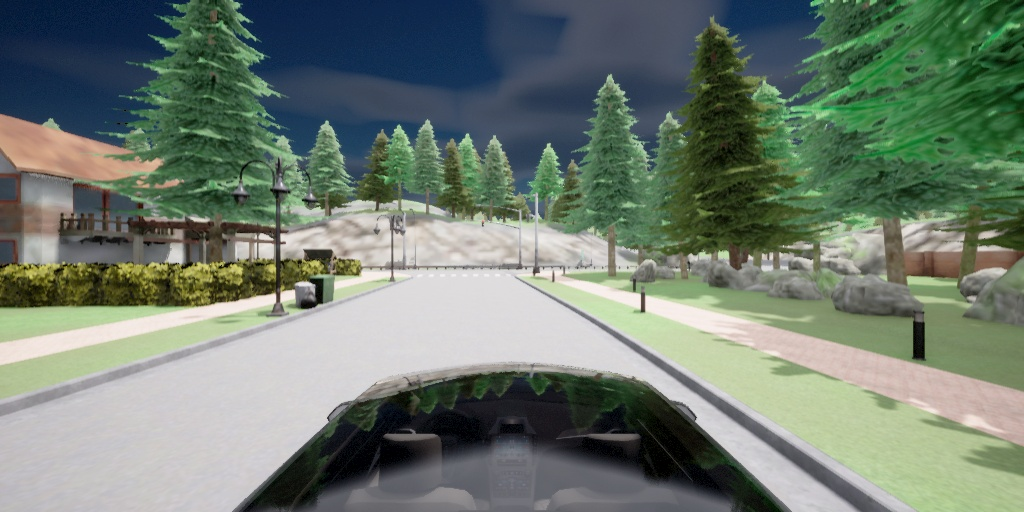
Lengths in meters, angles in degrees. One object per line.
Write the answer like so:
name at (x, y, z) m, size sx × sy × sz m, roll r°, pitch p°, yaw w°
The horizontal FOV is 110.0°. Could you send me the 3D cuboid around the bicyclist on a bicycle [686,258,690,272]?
bicyclist on a bicycle at (18.662, 0.867, 38.527) m, size 0.582 × 1.620 × 1.656 m, roll 0°, pitch 0°, yaw -6°
